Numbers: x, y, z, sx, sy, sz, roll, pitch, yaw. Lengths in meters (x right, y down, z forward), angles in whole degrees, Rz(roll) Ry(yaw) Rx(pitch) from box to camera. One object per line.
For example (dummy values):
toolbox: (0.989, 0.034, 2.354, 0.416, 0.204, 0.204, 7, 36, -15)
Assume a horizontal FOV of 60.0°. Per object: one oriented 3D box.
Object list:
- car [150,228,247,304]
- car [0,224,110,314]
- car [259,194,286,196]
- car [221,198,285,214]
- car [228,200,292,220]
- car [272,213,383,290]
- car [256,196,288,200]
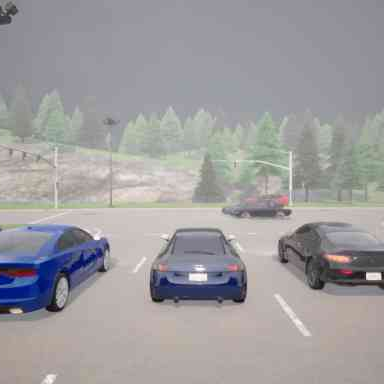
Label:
car: (0.162, 1.564, 8.235, 1.994, 1.385, 4.181, 0, 0, 1)
car: (-3.350, 1.478, 7.737, 1.882, 1.535, 5.008, 0, 0, 1)
car: (9.401, 1.221, 42.242, 5.566, 2.045, 2.150, 0, 0, -4)
car: (5.525, 1.547, 31.312, 5.357, 1.411, 2.033, 0, 0, -7)
car: (5.748, 1.600, 27.802, 4.718, 1.301, 1.895, 0, 0, -7)
car: (3.679, 1.526, 8.972, 1.812, 1.442, 4.674, 0, 0, 1)
car: (8.089, 1.504, 38.589, 4.892, 1.490, 1.837, 0, 0, -5)
